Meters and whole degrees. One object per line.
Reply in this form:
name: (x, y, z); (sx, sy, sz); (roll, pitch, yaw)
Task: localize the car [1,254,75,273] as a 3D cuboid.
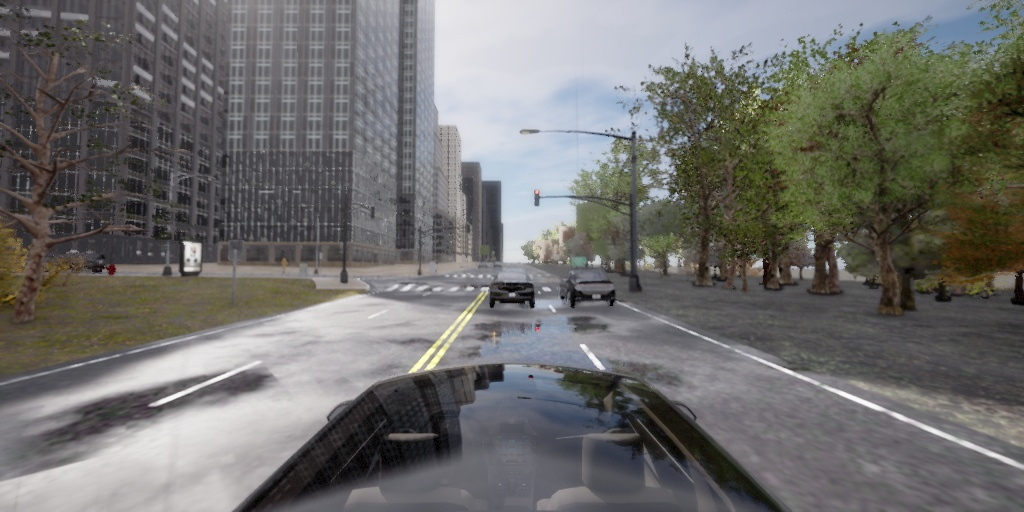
car: (-44.946, 0.839, 33.411); (4.902, 1.511, 2.128); (1, -3, -6)

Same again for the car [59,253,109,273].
car: (-44.972, 0.715, 36.683); (5.566, 2.045, 2.150); (1, -3, -6)

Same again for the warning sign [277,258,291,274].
warning sign: (-26.141, 1.102, 41.108); (1.060, 1.860, 1.300); (0, 0, -4)

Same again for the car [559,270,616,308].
car: (3.258, 1.375, 16.178); (2.128, 1.511, 4.902); (0, -1, 0)

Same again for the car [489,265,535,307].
car: (0.014, 1.371, 16.355); (1.882, 1.535, 5.008); (0, 0, 0)
